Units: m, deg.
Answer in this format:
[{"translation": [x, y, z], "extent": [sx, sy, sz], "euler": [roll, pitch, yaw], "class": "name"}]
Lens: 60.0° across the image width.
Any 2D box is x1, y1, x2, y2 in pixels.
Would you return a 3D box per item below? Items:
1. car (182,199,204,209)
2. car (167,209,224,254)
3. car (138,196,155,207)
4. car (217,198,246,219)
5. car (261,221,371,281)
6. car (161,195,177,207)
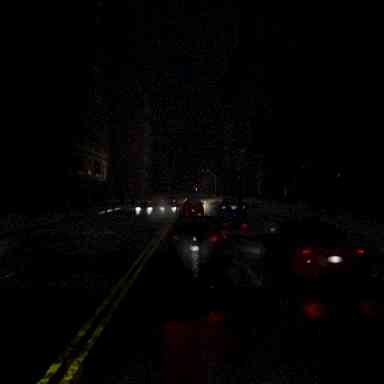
[{"translation": [0.097, 1.404, 30.707], "extent": [1.882, 1.535, 5.008], "euler": [0, 0, 0], "class": "car"}, {"translation": [0.098, 1.567, 13.209], "extent": [1.895, 1.301, 4.718], "euler": [0, 0, 0], "class": "car"}, {"translation": [-6.513, 1.368, 47.585], "extent": [1.882, 1.535, 5.008], "euler": [0, 0, 0], "class": "car"}, {"translation": [3.346, 1.283, 28.689], "extent": [2.097, 1.767, 4.553], "euler": [0, 0, 0], "class": "car"}, {"translation": [3.345, 1.539, 9.775], "extent": [1.994, 1.385, 4.181], "euler": [0, 0, 0], "class": "car"}, {"translation": [-3.259, 1.239, 48.042], "extent": [2.097, 1.767, 4.553], "euler": [0, 0, 0], "class": "car"}]
